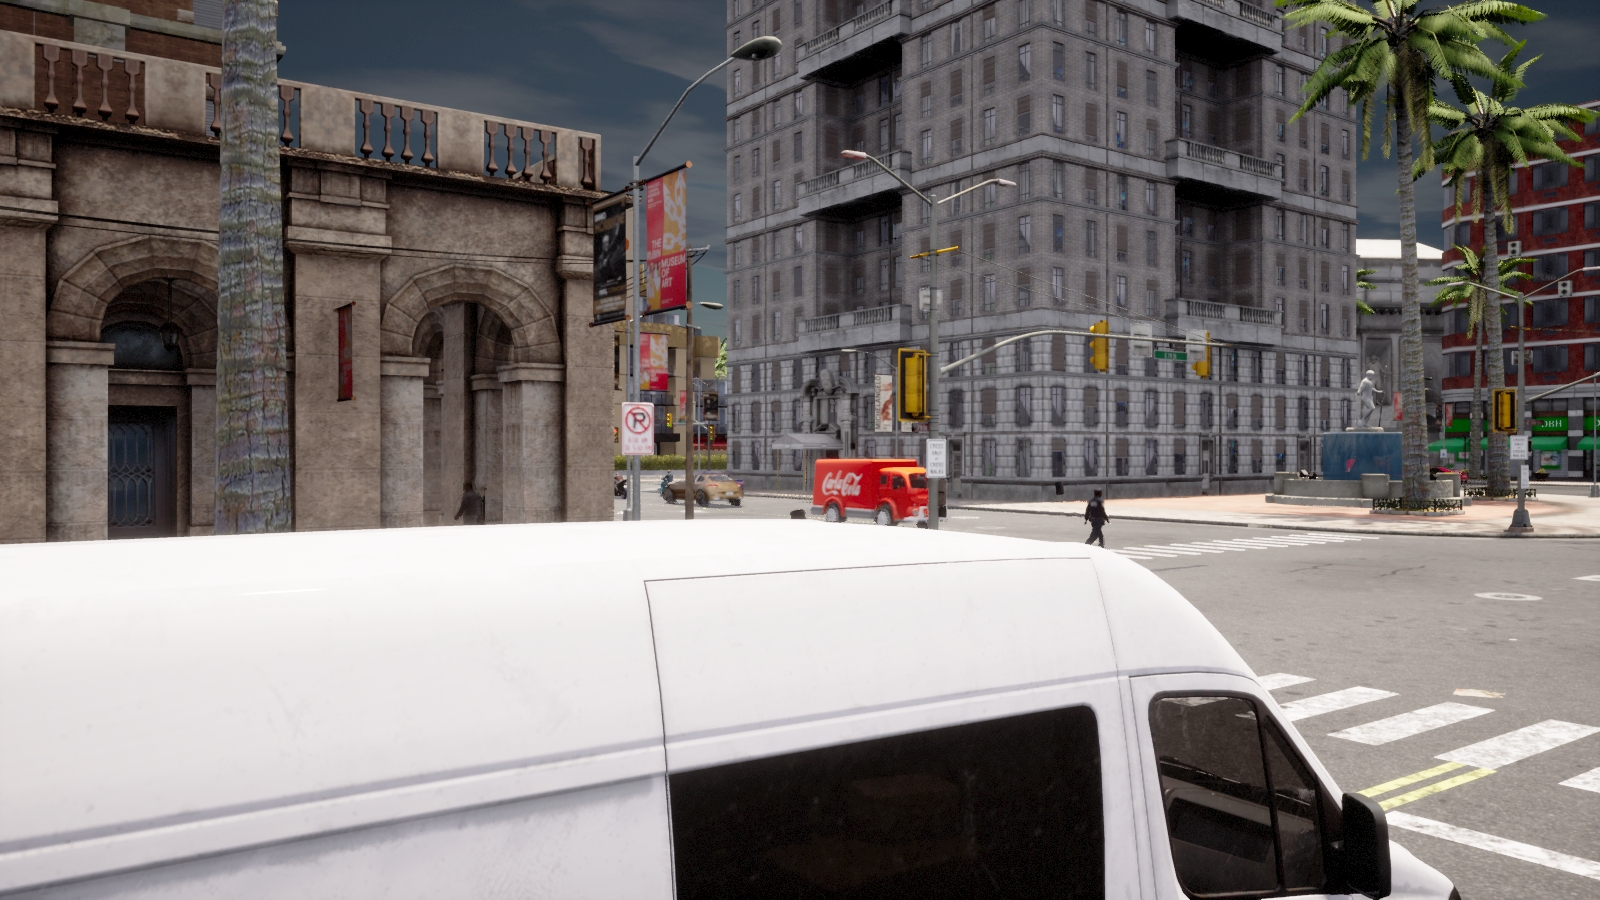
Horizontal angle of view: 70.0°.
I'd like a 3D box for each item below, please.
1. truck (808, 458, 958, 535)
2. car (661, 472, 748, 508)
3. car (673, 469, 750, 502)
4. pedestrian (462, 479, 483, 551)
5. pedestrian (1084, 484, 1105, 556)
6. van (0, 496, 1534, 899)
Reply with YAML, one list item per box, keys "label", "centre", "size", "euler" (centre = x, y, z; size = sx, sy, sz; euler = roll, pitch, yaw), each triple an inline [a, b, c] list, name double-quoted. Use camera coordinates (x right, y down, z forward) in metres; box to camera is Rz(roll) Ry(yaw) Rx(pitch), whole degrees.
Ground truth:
- label: "truck"
  centre: [2.864, 1.554, 40.656]
  size: [2.627, 2.467, 5.204]
  euler: [0, 0, -35]
- label: "car"
  centre: [-4.874, 1.980, 57.710]
  size: [2.152, 1.651, 5.027]
  euler: [0, 0, -35]
- label: "car"
  centre: [-4.974, 1.955, 63.788]
  size: [2.242, 1.667, 4.611]
  euler: [0, 0, -35]
- label: "pedestrian"
  centre: [-8.534, 1.693, 29.799]
  size: [0.375, 1.860, 0.375]
  euler: [0, 0, 22]
- label: "pedestrian"
  centre: [7.779, 1.839, 30.140]
  size: [0.375, 1.860, 0.375]
  euler: [0, 0, -31]
- label: "van"
  centre: [0.019, 1.533, 3.806]
  size: [5.915, 2.561, 1.988]
  euler: [0, 0, -35]
